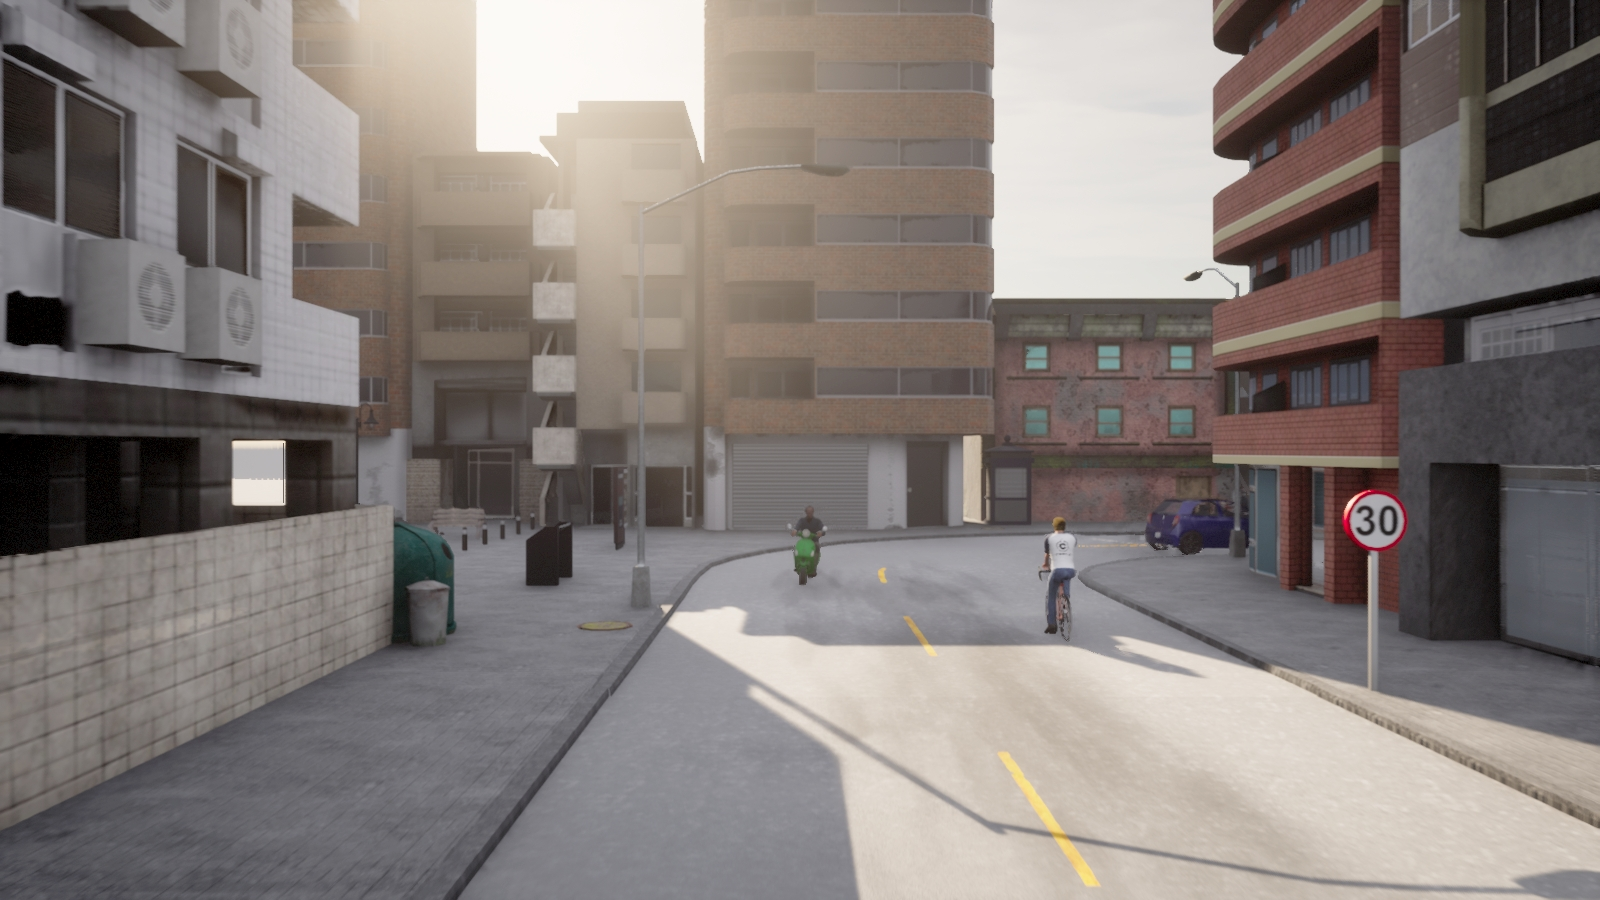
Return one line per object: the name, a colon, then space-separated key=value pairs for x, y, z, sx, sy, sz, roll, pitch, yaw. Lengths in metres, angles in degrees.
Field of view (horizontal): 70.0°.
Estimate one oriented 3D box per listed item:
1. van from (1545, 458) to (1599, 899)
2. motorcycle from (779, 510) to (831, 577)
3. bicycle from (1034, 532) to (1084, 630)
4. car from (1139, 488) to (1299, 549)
van: x=3.954 y=1.315 z=1.572 sx=1.988 sy=2.561 sz=5.915 roll=0 pitch=0 yaw=0
motorcycle: x=0.122 y=1.960 z=24.182 sx=0.856 sy=1.236 sz=1.805 roll=2 pitch=0 yaw=7
bicycle: x=3.872 y=1.935 z=17.164 sx=0.373 sy=1.296 sz=1.643 roll=0 pitch=-1 yaw=0
car: x=11.309 y=1.816 z=30.929 sx=3.633 sy=1.501 sz=1.845 roll=0 pitch=0 yaw=-14
